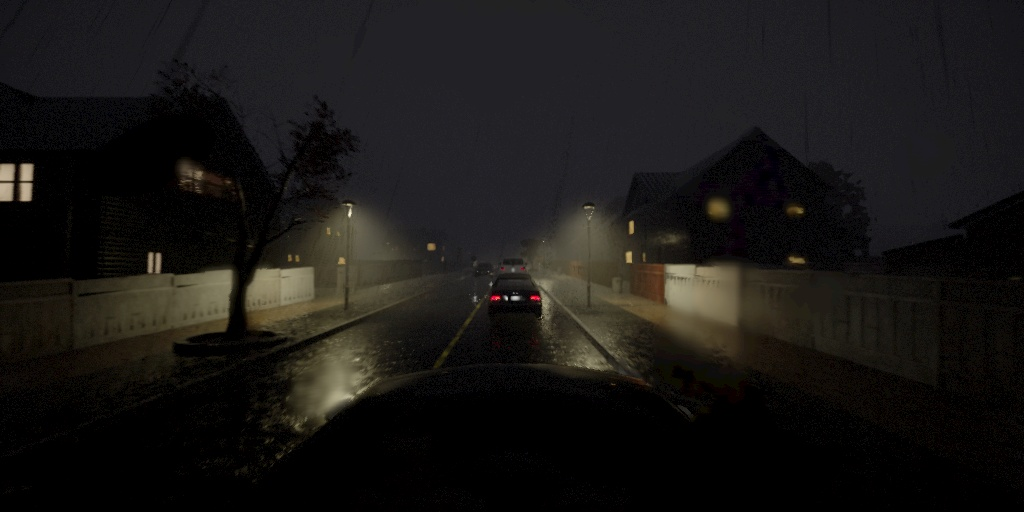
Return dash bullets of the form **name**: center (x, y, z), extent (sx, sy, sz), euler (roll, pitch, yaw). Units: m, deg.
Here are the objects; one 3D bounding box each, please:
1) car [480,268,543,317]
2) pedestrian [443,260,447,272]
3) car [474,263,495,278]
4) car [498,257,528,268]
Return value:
- **car**: center (0.101, 1.349, 13.456), extent (2.033, 1.411, 5.357), euler (0, 0, 0)
- **pedestrian**: center (-9.908, 1.486, 53.234), extent (0.375, 1.860, 0.375), euler (0, -2, 5)
- **car**: center (-2.770, 1.445, 36.919), extent (1.837, 1.490, 4.892), euler (0, -1, 0)
- **car**: center (0.101, 1.109, 29.277), extent (2.150, 2.045, 5.566), euler (0, 0, 0)
